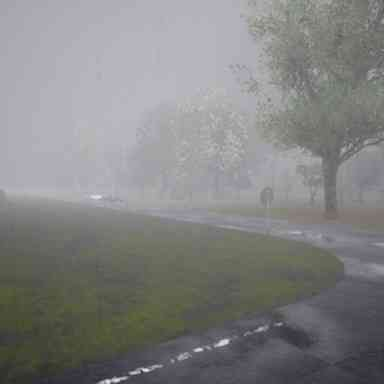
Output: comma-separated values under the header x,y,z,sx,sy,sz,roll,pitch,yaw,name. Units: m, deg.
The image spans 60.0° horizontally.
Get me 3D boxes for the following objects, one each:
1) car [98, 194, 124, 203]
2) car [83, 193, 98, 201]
x,y,z,sx,sy,sz,roll,pitch,yaw,name
-11.634,0.937,48.491,1.895,1.301,4.718,0,1,-33,car
-17.037,0.780,56.647,1.895,1.301,4.718,0,1,-33,car
